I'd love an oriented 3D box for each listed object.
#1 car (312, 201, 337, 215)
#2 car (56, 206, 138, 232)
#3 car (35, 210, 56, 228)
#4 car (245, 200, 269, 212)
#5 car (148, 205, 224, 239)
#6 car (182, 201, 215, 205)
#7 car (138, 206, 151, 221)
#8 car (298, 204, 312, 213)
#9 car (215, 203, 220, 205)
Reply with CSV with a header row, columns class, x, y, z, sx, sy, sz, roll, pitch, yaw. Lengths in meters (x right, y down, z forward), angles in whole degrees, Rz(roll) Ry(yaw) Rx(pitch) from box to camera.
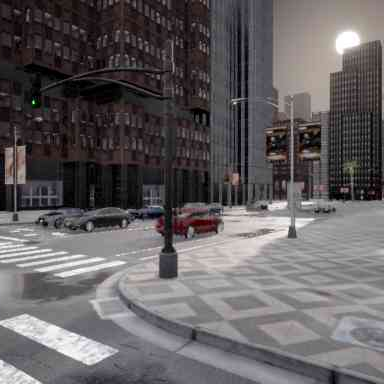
class,x,y,z,sx,sy,sz,roll,pitch,yaw
car,18.125,2.324,44.940,1.895,1.301,4.718,0,-1,35
car,-6.158,1.742,22.173,1.837,1.490,4.892,0,-1,35
car,-8.928,1.794,23.882,1.994,1.385,4.181,0,-1,35
car,9.842,2.056,50.319,2.097,1.767,4.553,0,-1,36
car,-0.001,1.740,19.274,1.882,1.535,5.008,0,-1,35
car,-0.210,1.738,30.585,2.097,1.767,4.553,0,-1,35
car,-3.879,1.958,31.037,1.895,1.301,4.718,0,-1,35
car,17.220,2.365,49.289,1.895,1.301,4.718,0,-1,35
car,1.993,2.010,39.333,1.837,1.490,4.892,0,-1,35
